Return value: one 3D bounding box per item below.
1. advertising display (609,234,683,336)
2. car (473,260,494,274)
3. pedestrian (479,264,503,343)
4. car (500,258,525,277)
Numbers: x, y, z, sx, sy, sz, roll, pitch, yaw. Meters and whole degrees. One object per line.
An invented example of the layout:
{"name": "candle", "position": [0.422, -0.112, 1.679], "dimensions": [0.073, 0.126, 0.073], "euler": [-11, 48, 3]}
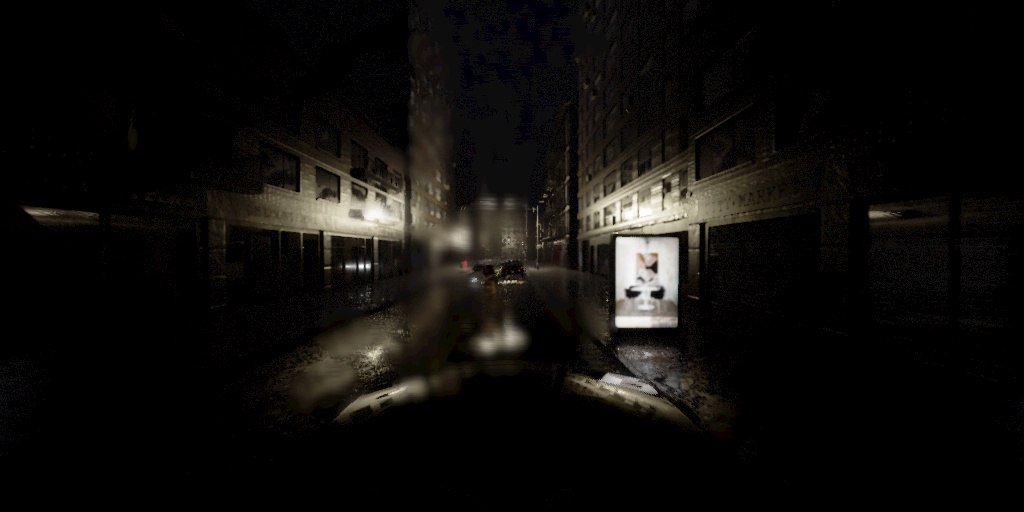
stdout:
{"name": "advertising display", "position": [3.009, 0.731, 8.129], "dimensions": [1.540, 2.440, 0.280], "euler": [0, 0, 0]}
{"name": "car", "position": [-2.849, 1.088, 36.725], "dimensions": [1.895, 1.301, 4.718], "euler": [0, 0, 0]}
{"name": "pedestrian", "position": [-0.471, 1.002, 7.956], "dimensions": [0.375, 1.860, 0.375], "euler": [0, 1, -13]}
{"name": "car", "position": [0.087, 1.055, 31.497], "dimensions": [1.812, 1.442, 4.674], "euler": [0, 1, 0]}
